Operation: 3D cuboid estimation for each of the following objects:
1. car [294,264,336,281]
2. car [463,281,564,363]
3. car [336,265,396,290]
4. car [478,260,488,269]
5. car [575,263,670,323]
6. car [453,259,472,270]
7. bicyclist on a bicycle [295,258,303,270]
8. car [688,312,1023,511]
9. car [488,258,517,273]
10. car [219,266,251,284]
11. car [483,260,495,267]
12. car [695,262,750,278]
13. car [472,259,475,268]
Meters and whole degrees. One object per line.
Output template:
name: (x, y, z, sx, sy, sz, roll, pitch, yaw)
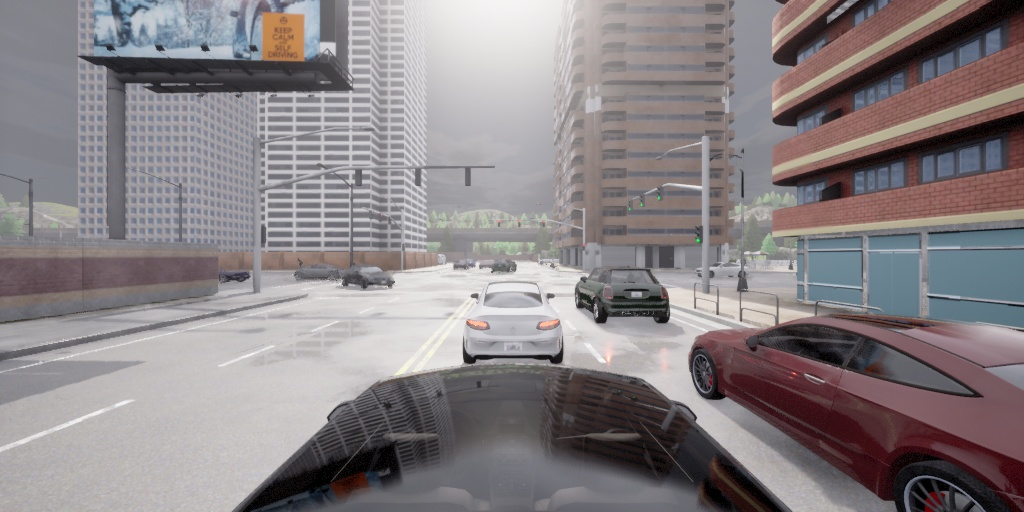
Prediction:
car: (-15.468, 1.314, 29.518, 4.181, 1.385, 1.994, 0, 0, -4)
car: (0.017, 1.276, 8.001, 1.812, 1.442, 4.674, 0, 0, 0)
car: (-9.107, 1.275, 22.575, 4.674, 1.442, 1.812, 0, -1, 45)
car: (-4.012, 1.276, 55.028, 1.812, 1.442, 4.674, 0, 0, -1)
car: (3.499, 1.102, 12.217, 2.097, 1.767, 4.553, 0, 0, 0)
car: (-7.498, 1.228, 52.986, 1.882, 1.535, 5.008, 0, 0, 0)
bicyclist on a bicycle: (-25.974, 1.051, 43.763, 0.582, 1.620, 1.656, 0, 0, 0)
car: (3.580, 1.276, 3.498, 1.812, 1.442, 4.674, 0, 0, 0)
car: (-0.858, 1.102, 42.429, 2.097, 1.767, 4.553, 0, 0, 14)
car: (-21.653, 1.351, 25.791, 4.718, 1.301, 1.895, 0, 0, 0)
car: (-4.052, 1.351, 65.008, 1.895, 1.301, 4.718, 0, 0, 0)
car: (19.387, 1.276, 33.079, 4.674, 1.442, 1.812, 0, 0, 0)
car: (-7.549, 1.228, 63.007, 1.882, 1.535, 5.008, 0, 0, 0)
